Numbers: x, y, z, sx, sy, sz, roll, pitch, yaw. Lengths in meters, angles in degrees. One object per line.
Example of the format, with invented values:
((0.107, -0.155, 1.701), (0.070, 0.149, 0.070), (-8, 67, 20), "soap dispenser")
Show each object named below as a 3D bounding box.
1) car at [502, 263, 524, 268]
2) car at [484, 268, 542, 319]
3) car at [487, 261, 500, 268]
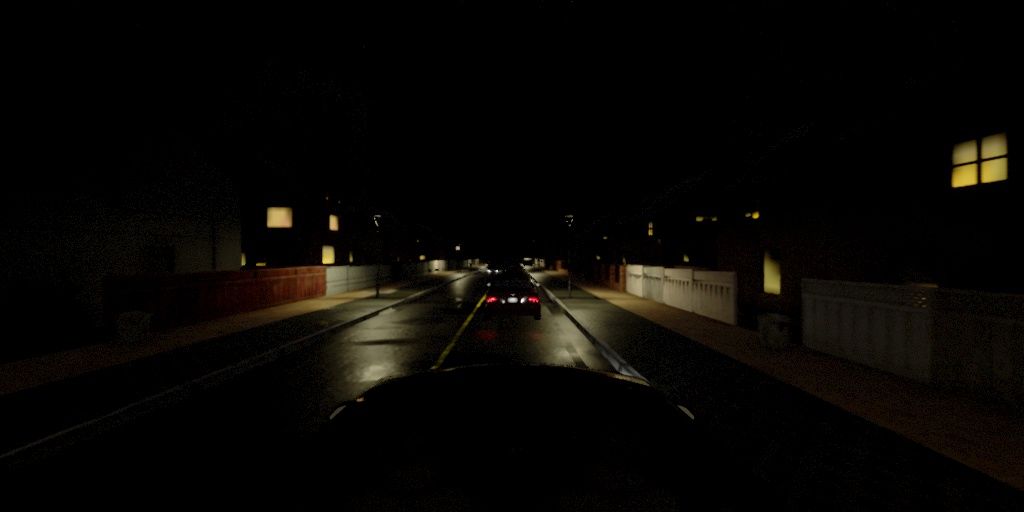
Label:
((0.074, 1.359, 32.617), (1.812, 1.442, 4.674), (0, 0, 0), "car")
((0.042, 1.328, 12.890), (2.033, 1.411, 5.357), (0, 0, 1), "car")
((-2.821, 1.439, 55.823), (2.033, 1.411, 5.357), (0, 0, 0), "car")
